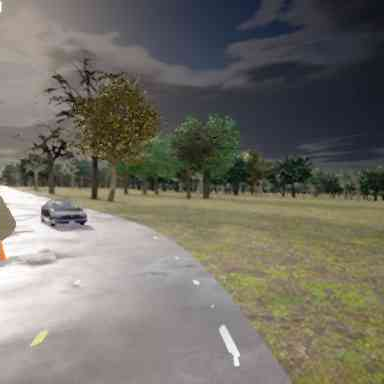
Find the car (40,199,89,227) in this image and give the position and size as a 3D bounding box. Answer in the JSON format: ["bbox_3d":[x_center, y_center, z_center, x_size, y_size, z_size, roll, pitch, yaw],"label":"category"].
[{"bbox_3d":[-7.745,1.158,19.763,2.033,1.411,5.357,0,1,-33],"label":"car"}]

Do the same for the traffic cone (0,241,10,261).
[{"bbox_3d":[-5.716,1.757,9.996,0.340,0.580,0.340,0,1,-14],"label":"traffic cone"}]
